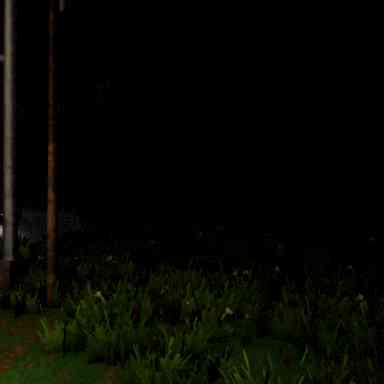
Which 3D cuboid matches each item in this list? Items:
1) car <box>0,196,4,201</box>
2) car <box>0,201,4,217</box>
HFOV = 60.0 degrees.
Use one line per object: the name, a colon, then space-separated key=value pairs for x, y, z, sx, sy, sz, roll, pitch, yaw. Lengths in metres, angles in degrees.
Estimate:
car: x=-26.101 y=1.325 z=43.685 sx=4.553 sy=1.767 sz=2.097 roll=0 pitch=0 yaw=39
car: x=-13.856 y=1.574 z=23.466 sx=1.895 sy=1.301 sz=4.718 roll=0 pitch=0 yaw=-22
